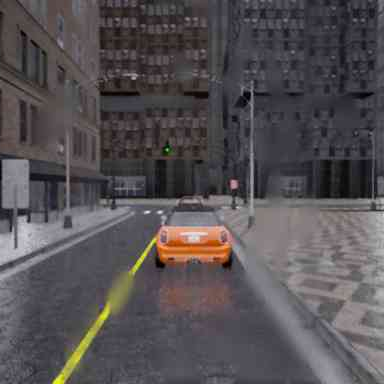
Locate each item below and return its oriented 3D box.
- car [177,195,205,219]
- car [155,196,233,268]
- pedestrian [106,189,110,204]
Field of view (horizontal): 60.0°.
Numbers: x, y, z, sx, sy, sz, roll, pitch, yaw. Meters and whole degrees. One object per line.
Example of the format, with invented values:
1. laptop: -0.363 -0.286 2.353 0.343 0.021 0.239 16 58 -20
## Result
1. car: -0.161 1.061 25.287 1.882 1.535 5.008 0 1 -2
2. car: 0.039 1.177 10.728 2.097 1.767 4.553 0 1 0
3. pedestrian: -10.120 0.495 40.027 0.375 1.860 0.375 0 1 0
